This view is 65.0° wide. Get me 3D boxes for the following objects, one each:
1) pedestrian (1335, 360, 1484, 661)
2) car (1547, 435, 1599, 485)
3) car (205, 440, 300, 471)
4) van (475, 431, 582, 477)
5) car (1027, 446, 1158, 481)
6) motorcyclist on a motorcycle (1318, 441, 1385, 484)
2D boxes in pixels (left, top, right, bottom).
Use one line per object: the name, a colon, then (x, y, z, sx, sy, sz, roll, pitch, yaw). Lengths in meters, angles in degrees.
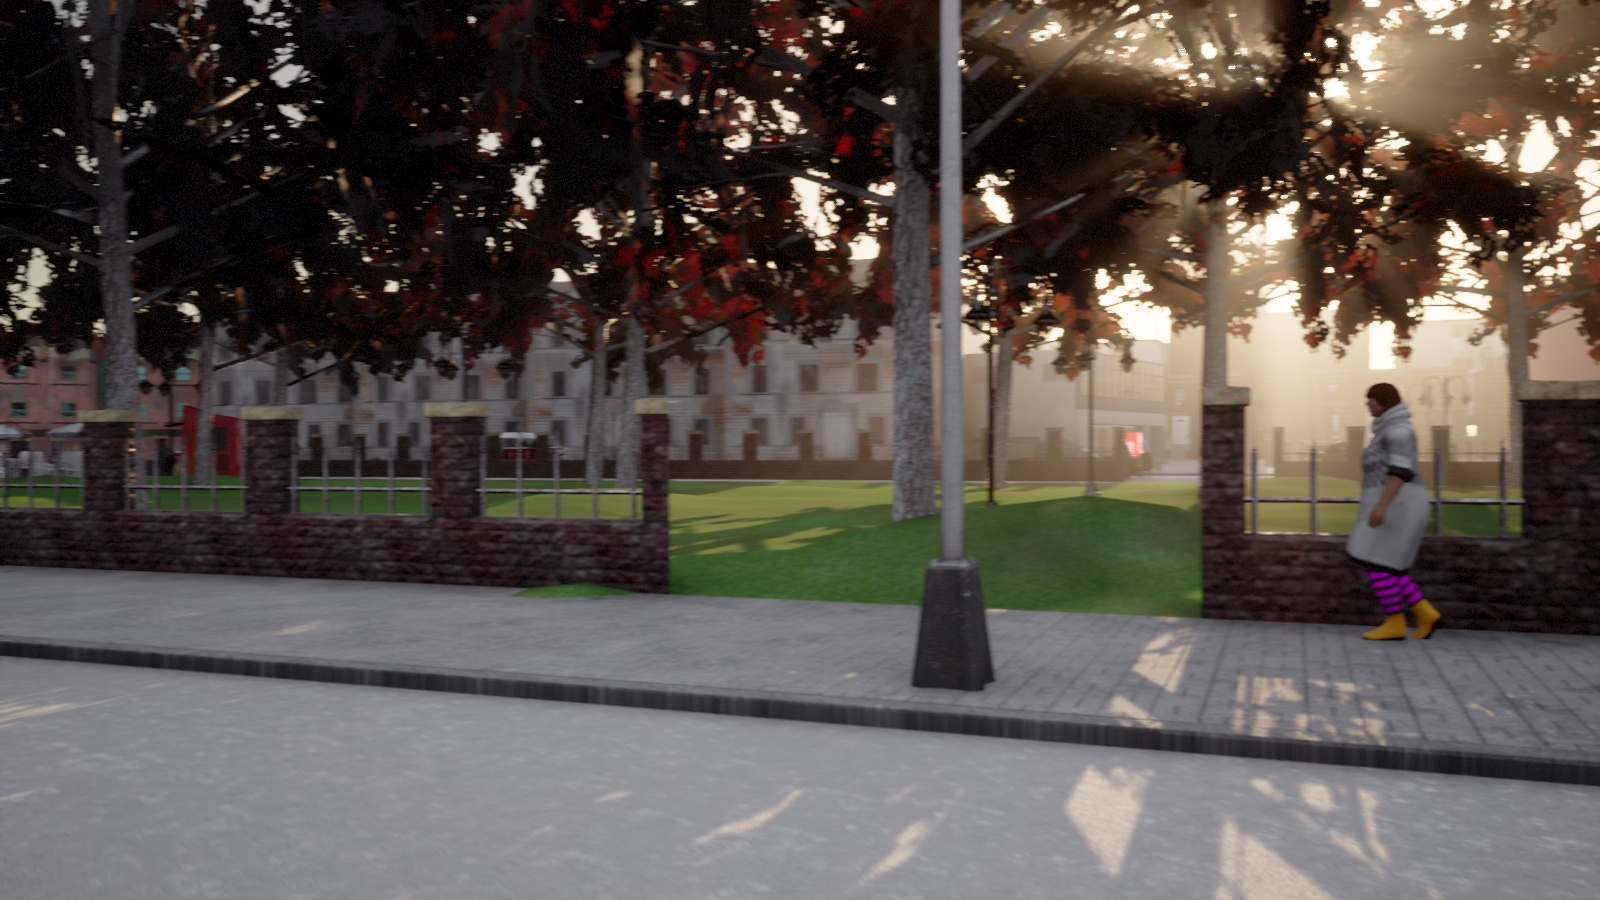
pedestrian: (4.152, 0.390, 8.612, 0.873, 1.952, 0.659, 0, 0, 22)
car: (28.013, 0.324, 42.064, 4.856, 1.649, 2.033, 0, 1, 22)
car: (-30.439, 0.298, 69.783, 4.611, 1.667, 2.242, 0, 0, 22)
van: (-12.605, 0.177, 58.341, 4.480, 2.038, 2.069, 0, 0, 22)
car: (11.361, 0.519, 48.751, 4.718, 1.301, 1.895, 0, 0, 22)
motorcyclist on a motorcycle: (19.892, 0.442, 45.326, 2.191, 1.530, 0.866, -1, 0, 22)
